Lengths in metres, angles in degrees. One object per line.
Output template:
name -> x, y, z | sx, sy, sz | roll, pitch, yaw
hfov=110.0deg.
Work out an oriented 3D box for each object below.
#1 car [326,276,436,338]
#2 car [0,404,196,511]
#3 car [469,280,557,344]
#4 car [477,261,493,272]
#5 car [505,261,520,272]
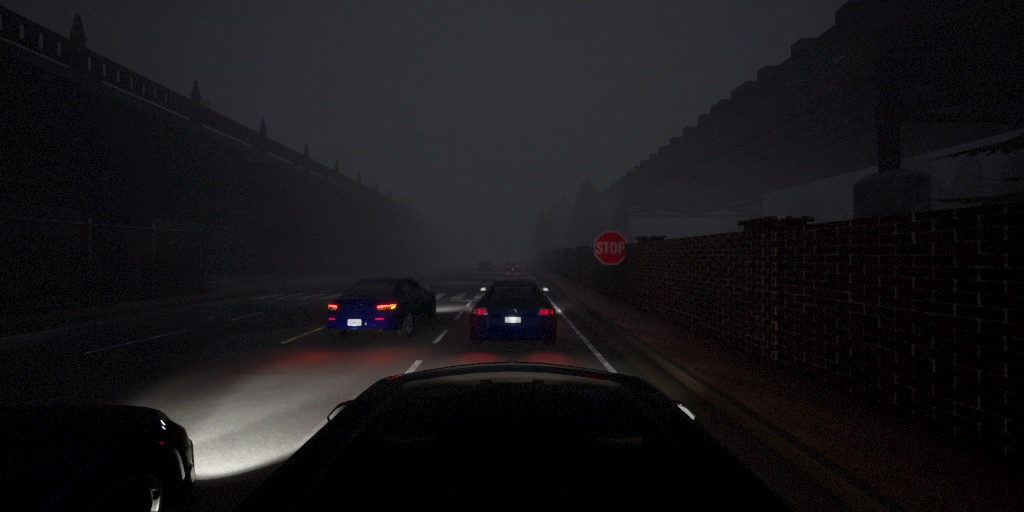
car -> -3.421, 1.276, 10.070 | 1.812, 1.442, 4.674 | 0, 0, 0
car -> -3.399, 1.314, 0.974 | 1.994, 1.385, 4.181 | 0, 0, 0
car -> 0.061, 1.314, 9.551 | 1.994, 1.385, 4.181 | 0, 0, 1
car -> -3.427, 1.297, 45.696 | 2.033, 1.411, 5.357 | 0, 0, -1
car -> 0.060, 1.351, 46.247 | 1.895, 1.301, 4.718 | 0, 0, -1
